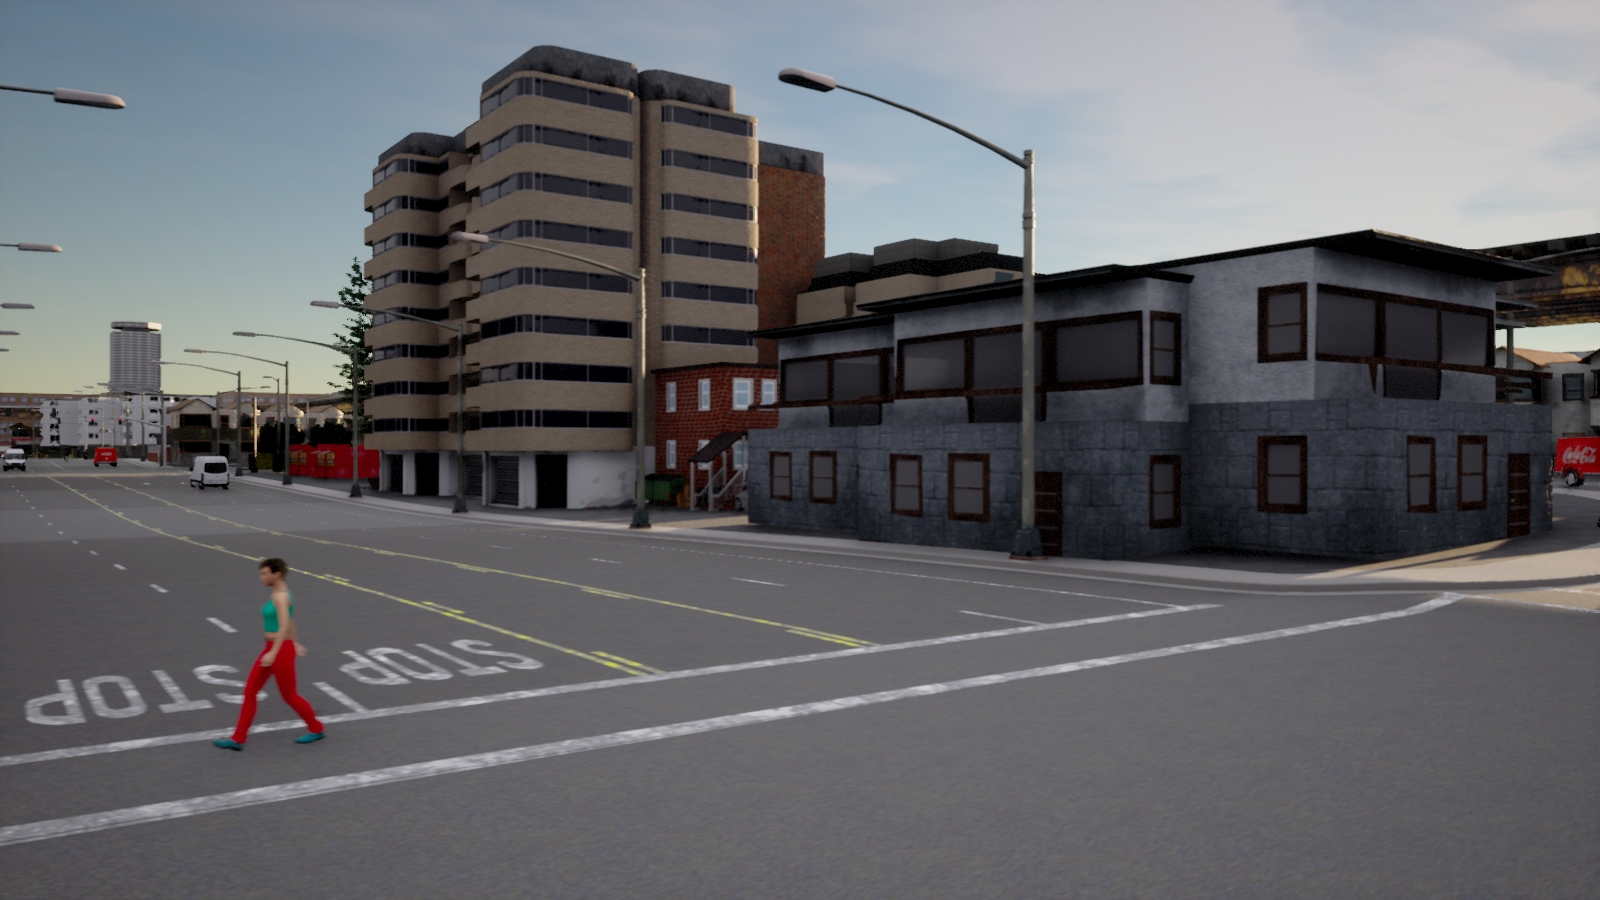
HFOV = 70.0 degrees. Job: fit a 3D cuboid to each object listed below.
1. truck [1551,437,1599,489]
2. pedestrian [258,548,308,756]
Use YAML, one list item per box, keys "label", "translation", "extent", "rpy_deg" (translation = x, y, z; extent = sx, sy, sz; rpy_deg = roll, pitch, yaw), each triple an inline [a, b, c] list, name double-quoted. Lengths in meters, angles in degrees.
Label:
- label: "truck"
  translation: [39.208, 0.608, 54.973]
  extent: [2.627, 2.467, 5.204]
  rpy_deg: [0, 0, -2]
- label: "pedestrian"
  translation: [-4.846, 1.871, 10.710]
  extent: [0.375, 1.860, 0.375]
  rpy_deg: [0, 0, -33]
